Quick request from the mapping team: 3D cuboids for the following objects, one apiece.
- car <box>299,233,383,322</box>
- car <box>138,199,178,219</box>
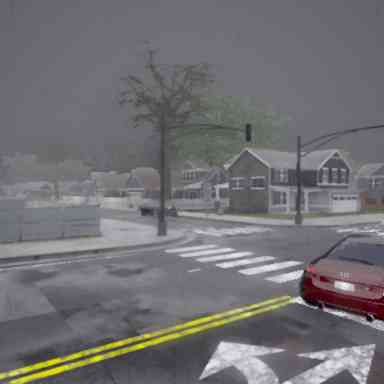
[{"bbox_3d":[4.051,1.590,7.116,4.181,1.385,1.994,0,0,-44],"label":"car"},{"bbox_3d":[-3.202,1.441,30.539,2.097,1.767,4.553,0,0,-35],"label":"car"}]
